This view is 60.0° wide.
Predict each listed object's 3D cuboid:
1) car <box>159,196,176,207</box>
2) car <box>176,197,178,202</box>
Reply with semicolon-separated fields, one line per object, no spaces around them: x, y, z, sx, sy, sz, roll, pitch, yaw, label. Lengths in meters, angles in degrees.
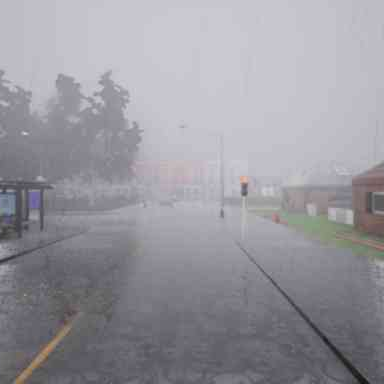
-4.057;1.530;52.491;1.882;1.535;5.008;0;0;0;car
-3.991;1.482;68.650;1.882;1.535;5.008;0;0;0;car
